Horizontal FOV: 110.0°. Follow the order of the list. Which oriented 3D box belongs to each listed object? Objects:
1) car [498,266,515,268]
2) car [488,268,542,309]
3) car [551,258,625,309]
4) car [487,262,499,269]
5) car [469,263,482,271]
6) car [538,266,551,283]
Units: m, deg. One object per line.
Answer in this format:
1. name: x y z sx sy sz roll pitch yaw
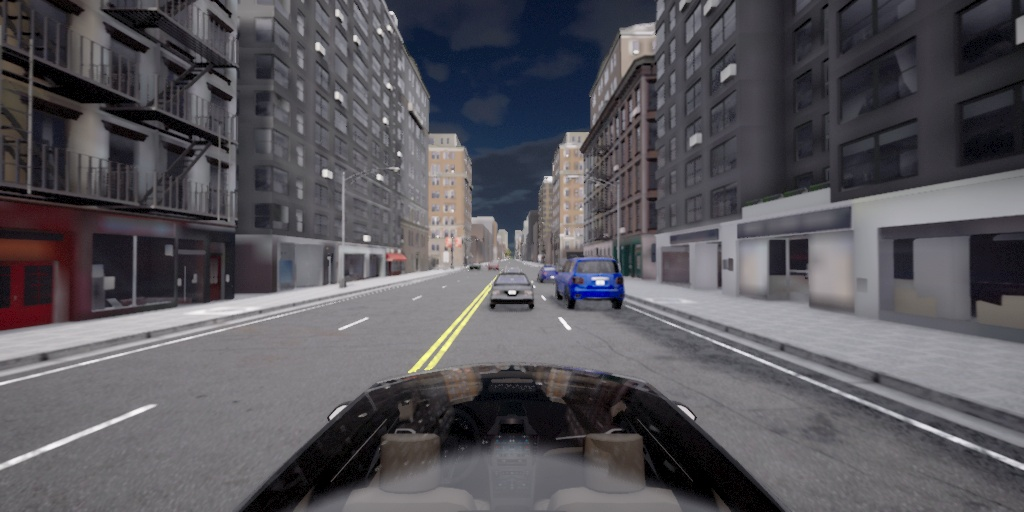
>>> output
1. car: 0.007 1.625 30.958 1.895 1.301 4.718 0 0 0
2. car: 0.004 1.429 15.845 2.033 1.411 5.357 0 -1 0
3. car: 3.254 1.099 15.875 2.150 2.045 5.566 0 0 0
4. car: -3.243 1.803 63.108 1.882 1.535 5.008 0 -1 0
5. car: -6.490 1.928 63.483 1.895 1.301 4.718 0 -1 0
6. car: 3.260 1.552 31.236 1.812 1.442 4.674 0 0 0
